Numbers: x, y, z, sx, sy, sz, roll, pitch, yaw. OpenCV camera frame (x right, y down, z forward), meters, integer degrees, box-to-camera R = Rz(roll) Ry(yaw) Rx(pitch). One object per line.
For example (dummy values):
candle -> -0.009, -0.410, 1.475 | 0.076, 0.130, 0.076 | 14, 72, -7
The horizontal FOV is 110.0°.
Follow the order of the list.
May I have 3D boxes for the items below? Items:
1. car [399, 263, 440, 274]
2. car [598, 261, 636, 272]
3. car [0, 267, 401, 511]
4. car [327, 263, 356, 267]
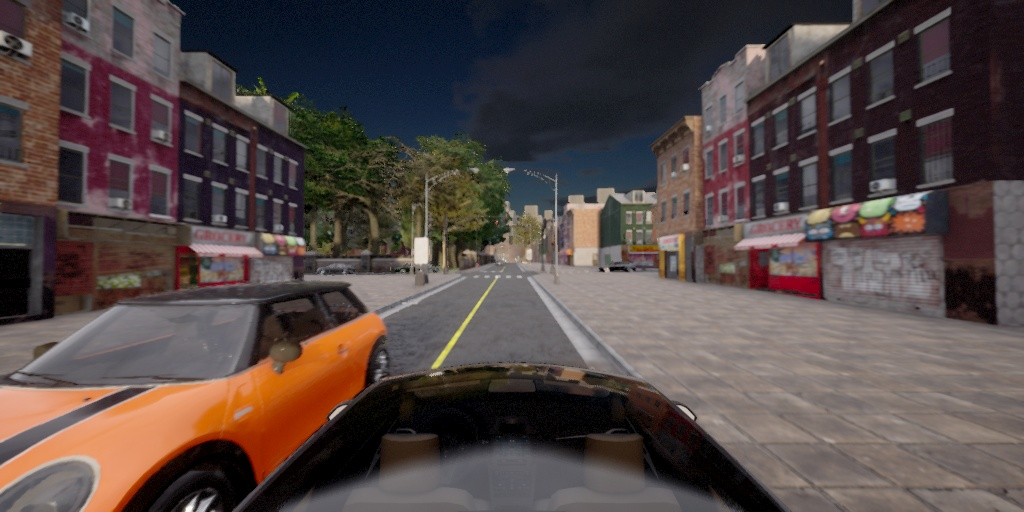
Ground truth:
car -> -10.435, 1.436, 39.654 | 4.718, 1.301, 1.895 | 0, -1, 0
car -> 12.376, 1.274, 42.290 | 4.313, 1.339, 1.948 | 0, 0, 0
car -> -2.849, 1.101, 3.411 | 2.097, 1.767, 4.553 | 0, 0, 0
car -> -20.609, 1.537, 42.275 | 4.403, 1.370, 2.007 | 0, 0, 0
